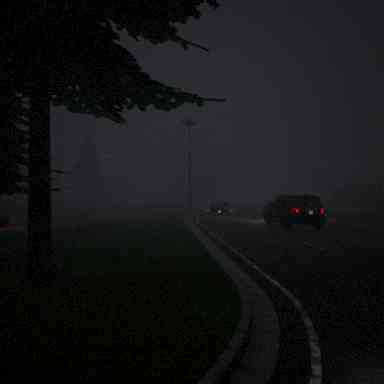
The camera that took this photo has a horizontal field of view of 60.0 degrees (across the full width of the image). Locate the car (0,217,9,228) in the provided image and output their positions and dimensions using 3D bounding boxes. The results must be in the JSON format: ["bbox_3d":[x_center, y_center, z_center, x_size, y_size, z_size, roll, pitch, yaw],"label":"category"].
[{"bbox_3d":[-12.085,1.603,17.024,1.895,1.301,4.718,0,0,23],"label":"car"}]

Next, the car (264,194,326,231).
[{"bbox_3d":[6.244,1.210,20.840,2.150,2.045,5.566,0,0,-5],"label":"car"}]

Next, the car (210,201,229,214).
[{"bbox_3d":[2.878,1.586,34.608,1.895,1.301,4.718,0,0,5],"label":"car"}]

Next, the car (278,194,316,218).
[{"bbox_3d":[9.579,1.202,30.881,2.150,2.045,5.566,0,0,4],"label":"car"}]
